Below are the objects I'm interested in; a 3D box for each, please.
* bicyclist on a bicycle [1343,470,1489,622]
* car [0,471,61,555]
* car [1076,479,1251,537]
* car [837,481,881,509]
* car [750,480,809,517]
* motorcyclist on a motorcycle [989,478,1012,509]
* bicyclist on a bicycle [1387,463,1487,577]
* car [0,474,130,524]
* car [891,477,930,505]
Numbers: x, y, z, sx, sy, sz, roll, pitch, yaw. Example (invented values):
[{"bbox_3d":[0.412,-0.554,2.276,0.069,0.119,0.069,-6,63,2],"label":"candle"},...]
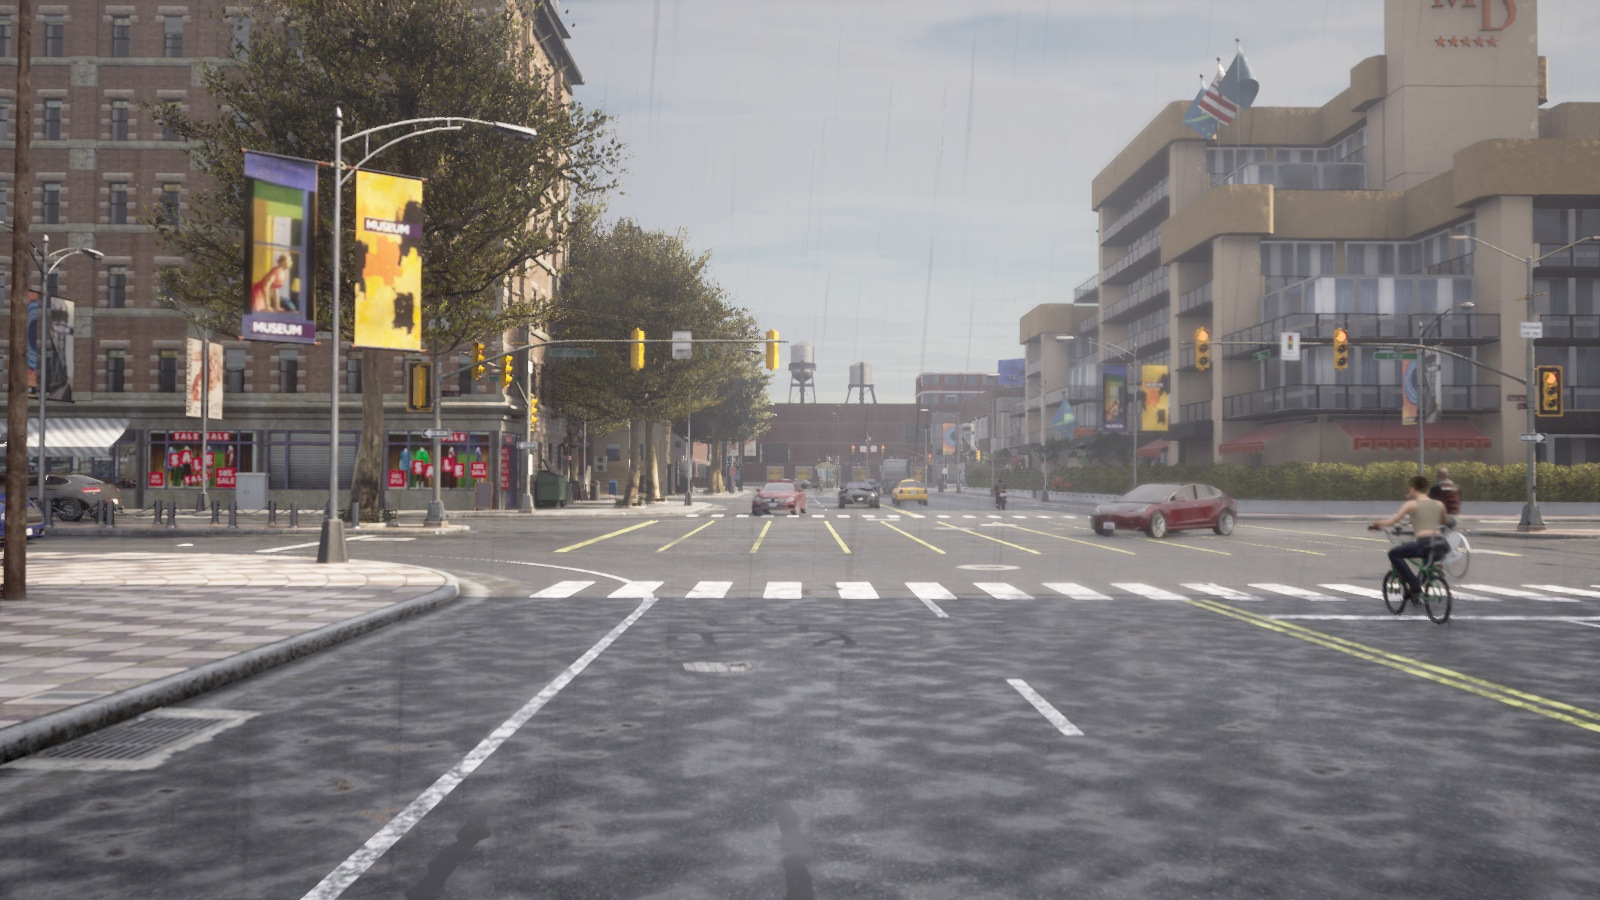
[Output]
[{"bbox_3d":[6.898,1.043,14.149,0.866,1.612,1.509,0,-1,-1],"label":"bicyclist on a bicycle"},{"bbox_3d":[-19.186,1.366,27.675,4.553,1.767,2.097,0,-1,1],"label":"car"},{"bbox_3d":[10.038,1.541,34.556,4.792,1.488,2.163,1,-2,-37],"label":"car"},{"bbox_3d":[3.005,2.300,64.907,1.994,1.385,4.181,0,-1,-1],"label":"car"},{"bbox_3d":[-0.800,2.013,52.888,1.812,1.442,4.674,0,-1,8],"label":"car"},{"bbox_3d":[10.025,2.144,62.846,0.797,1.523,2.044,0,-1,0],"label":"motorcyclist on a motorcycle"},{"bbox_3d":[10.347,1.102,20.464,0.659,1.776,1.843,0,-1,0],"label":"bicyclist on a bicycle"},{"bbox_3d":[-25.828,1.641,42.639,5.027,1.651,2.152,0,-1,0],"label":"car"},{"bbox_3d":[6.441,2.356,73.809,1.801,1.575,5.366,0,-1,0],"label":"car"}]
